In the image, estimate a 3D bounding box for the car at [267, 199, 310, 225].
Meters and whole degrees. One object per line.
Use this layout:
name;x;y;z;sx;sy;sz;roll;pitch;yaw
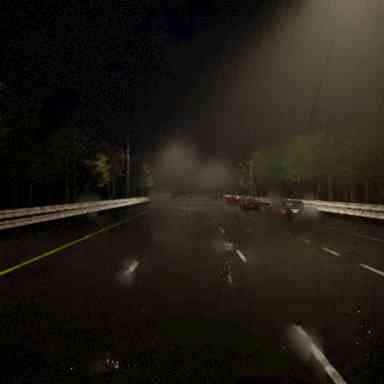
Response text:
car;6.995;1.360;24.588;2.097;1.767;4.553;0;0;0

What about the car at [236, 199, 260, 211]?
car;7.014;1.593;40.760;1.994;1.385;4.181;0;0;0

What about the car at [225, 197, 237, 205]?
car;7.063;1.583;58.627;1.812;1.442;4.674;0;0;0
